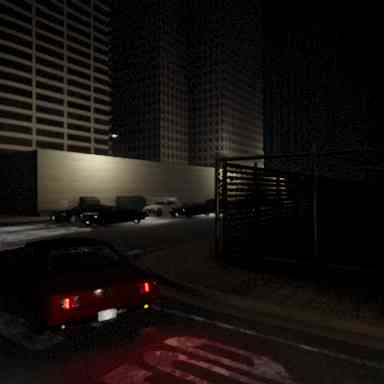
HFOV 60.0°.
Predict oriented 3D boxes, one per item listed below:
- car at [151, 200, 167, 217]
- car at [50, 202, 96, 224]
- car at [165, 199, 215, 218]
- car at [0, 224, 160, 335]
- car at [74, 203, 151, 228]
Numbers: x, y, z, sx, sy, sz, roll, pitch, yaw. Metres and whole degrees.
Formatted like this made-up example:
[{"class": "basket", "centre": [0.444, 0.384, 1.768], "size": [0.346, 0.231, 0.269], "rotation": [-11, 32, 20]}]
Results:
[{"class": "car", "centre": [-2.769, 1.559, 32.461], "size": [1.812, 1.442, 4.674], "rotation": [0, 0, 35]}, {"class": "car", "centre": [-8.142, 1.525, 24.929], "size": [2.128, 1.511, 4.902], "rotation": [0, 0, 35]}, {"class": "car", "centre": [-0.015, 1.620, 30.319], "size": [1.895, 1.301, 4.718], "rotation": [0, 0, 35]}, {"class": "car", "centre": [-2.685, 1.622, 6.921], "size": [1.895, 1.301, 4.718], "rotation": [0, 0, -38]}, {"class": "car", "centre": [-5.329, 1.620, 22.845], "size": [1.895, 1.301, 4.718], "rotation": [0, 0, 35]}]
